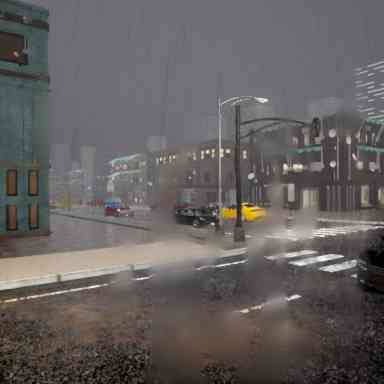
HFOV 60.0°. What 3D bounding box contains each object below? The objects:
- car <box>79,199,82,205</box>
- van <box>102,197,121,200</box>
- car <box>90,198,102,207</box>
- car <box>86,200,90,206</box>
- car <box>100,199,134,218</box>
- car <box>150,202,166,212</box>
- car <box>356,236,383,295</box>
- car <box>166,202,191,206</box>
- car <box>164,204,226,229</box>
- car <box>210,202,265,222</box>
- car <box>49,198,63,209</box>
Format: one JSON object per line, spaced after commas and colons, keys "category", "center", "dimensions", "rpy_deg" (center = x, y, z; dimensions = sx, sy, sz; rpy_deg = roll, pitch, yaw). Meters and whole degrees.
{"category": "car", "center": [-26.548, 2.364, 76.507], "dimensions": [1.947, 1.339, 4.313], "rpy_deg": [-1, 0, -35]}
{"category": "van", "center": [-13.760, 1.907, 58.435], "dimensions": [1.690, 1.788, 3.998], "rpy_deg": [-1, 0, -35]}
{"category": "car", "center": [-16.959, 1.940, 62.953], "dimensions": [2.192, 1.841, 5.009], "rpy_deg": [-1, 0, -35]}
{"category": "car", "center": [-20.152, 2.228, 67.471], "dimensions": [1.887, 1.381, 4.507], "rpy_deg": [-1, 0, -35]}
{"category": "car", "center": [-7.804, 1.846, 35.521], "dimensions": [1.967, 1.590, 4.097], "rpy_deg": [-1, 0, -35]}
{"category": "car", "center": [-4.160, 1.966, 44.883], "dimensions": [1.802, 1.307, 4.206], "rpy_deg": [-1, 0, -35]}
{"category": "car", "center": [5.832, 1.476, 7.819], "dimensions": [5.008, 1.535, 1.882], "rpy_deg": [0, 0, -35]}
{"category": "car", "center": [-0.962, 1.904, 40.366], "dimensions": [1.802, 1.307, 4.206], "rpy_deg": [-2, 0, -35]}
{"category": "car", "center": [0.118, 1.814, 24.125], "dimensions": [1.947, 1.339, 4.313], "rpy_deg": [-1, 0, -35]}
{"category": "car", "center": [4.041, 1.684, 28.632], "dimensions": [1.882, 1.535, 5.008], "rpy_deg": [-1, 0, -34]}
{"category": "car", "center": [-23.694, 2.233, 57.971], "dimensions": [1.752, 1.417, 4.829], "rpy_deg": [-1, 0, -35]}
